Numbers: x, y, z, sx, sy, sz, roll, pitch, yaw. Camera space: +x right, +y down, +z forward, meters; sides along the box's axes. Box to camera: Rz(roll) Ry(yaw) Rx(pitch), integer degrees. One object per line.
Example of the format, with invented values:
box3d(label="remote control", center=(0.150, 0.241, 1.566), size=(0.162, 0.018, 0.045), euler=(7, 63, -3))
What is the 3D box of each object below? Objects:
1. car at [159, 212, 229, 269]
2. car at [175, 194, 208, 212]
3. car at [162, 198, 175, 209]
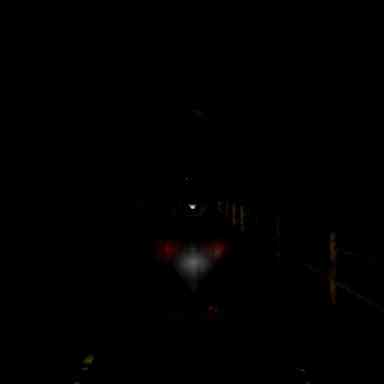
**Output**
box3d(label="car", center=(0.063, 1.570, 10.987), size=(1.895, 1.301, 4.718), euler=(0, 0, 0))
box3d(label="car", center=(0.068, 1.151, 26.396), size=(2.150, 2.045, 5.566), euler=(0, 0, 0))
box3d(label="car", center=(-2.839, 1.486, 43.513), size=(1.895, 1.301, 4.718), euler=(0, 0, 0))
